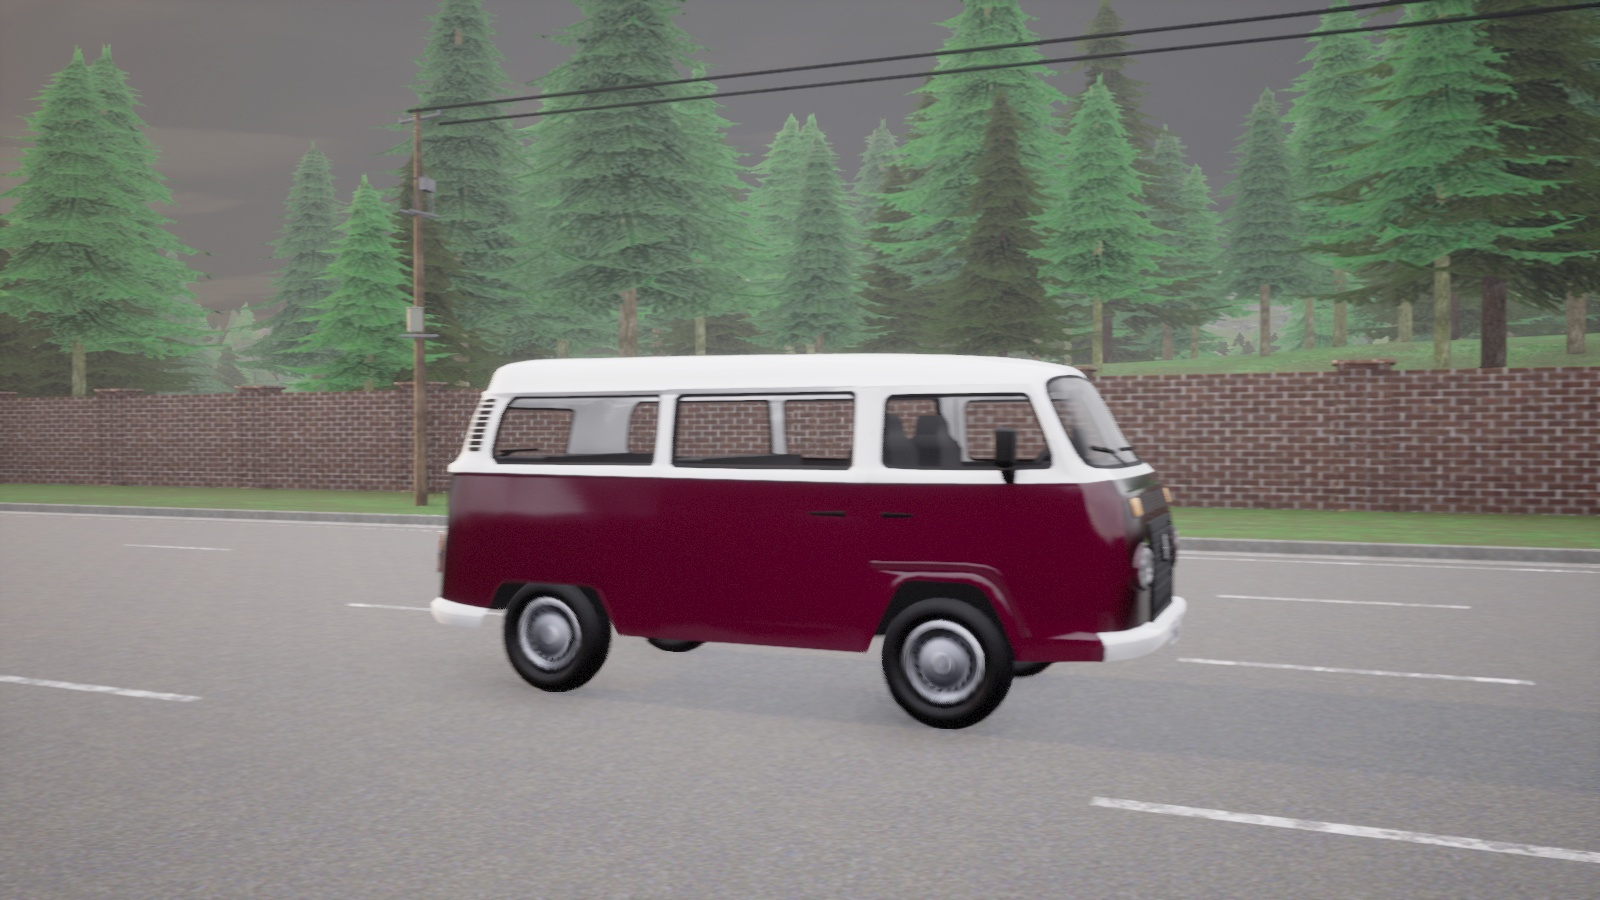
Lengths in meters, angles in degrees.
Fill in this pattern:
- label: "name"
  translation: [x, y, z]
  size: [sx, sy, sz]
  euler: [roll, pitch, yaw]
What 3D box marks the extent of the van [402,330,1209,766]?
- label: "van"
  translation: [0.050, 0.424, 7.692]
  size: [4.480, 2.038, 2.069]
  euler: [1, 1, 23]
